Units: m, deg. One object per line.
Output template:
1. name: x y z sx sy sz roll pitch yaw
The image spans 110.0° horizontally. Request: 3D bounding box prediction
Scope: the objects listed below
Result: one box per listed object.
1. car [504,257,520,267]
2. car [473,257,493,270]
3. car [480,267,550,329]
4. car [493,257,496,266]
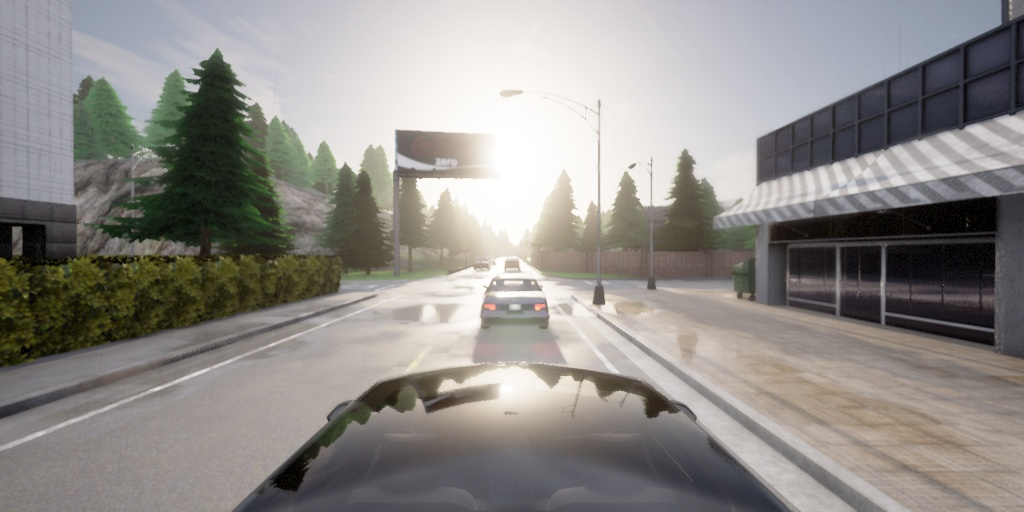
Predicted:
1. car: 0.006 0.909 44.649 1.882 1.535 5.008 0 0 0
2. car: -3.682 0.937 44.460 1.837 1.490 4.892 0 1 0
3. car: 0.043 1.229 10.920 2.033 1.411 5.357 0 0 -1
4. car: -3.682 0.840 60.441 1.812 1.442 4.674 0 0 0
